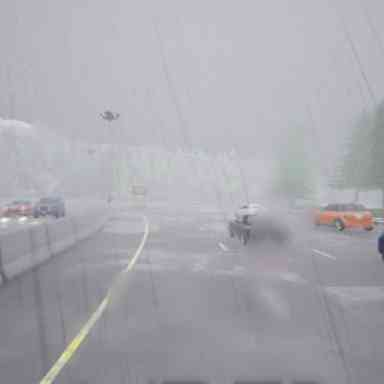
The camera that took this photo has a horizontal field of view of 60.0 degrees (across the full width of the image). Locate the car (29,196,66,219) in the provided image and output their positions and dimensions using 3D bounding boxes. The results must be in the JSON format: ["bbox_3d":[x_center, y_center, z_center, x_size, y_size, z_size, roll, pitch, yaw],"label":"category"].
[{"bbox_3d":[-13.739,1.457,32.345,2.150,2.045,5.566,0,0,-12],"label":"car"}]

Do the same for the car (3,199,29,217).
[{"bbox_3d":[-17.778,1.604,34.344,2.097,1.767,4.553,0,0,-13],"label":"car"}]

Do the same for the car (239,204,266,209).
[{"bbox_3d":[5.108,1.721,28.243,1.812,1.442,4.674,0,0,-9],"label":"car"}]

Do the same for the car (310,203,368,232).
[{"bbox_3d":[9.459,1.497,21.424,2.097,1.767,4.553,0,0,-6],"label":"car"}]

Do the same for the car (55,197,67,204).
[{"bbox_3d":[-28.334,1.835,71.844,1.812,1.442,4.674,0,0,-29],"label":"car"}]

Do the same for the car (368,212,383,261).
[{"bbox_3d":[6.995,1.276,8.141,2.150,2.045,5.566,0,0,-2],"label":"car"}]

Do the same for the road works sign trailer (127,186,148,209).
[{"bbox_3d":[-8.511,0.845,53.446,2.380,3.560,2.880,0,0,-21],"label":"road works sign trailer"}]

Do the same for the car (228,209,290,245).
[{"bbox_3d":[3.004,1.713,16.097,1.895,1.301,4.718,0,0,-5],"label":"car"}]
